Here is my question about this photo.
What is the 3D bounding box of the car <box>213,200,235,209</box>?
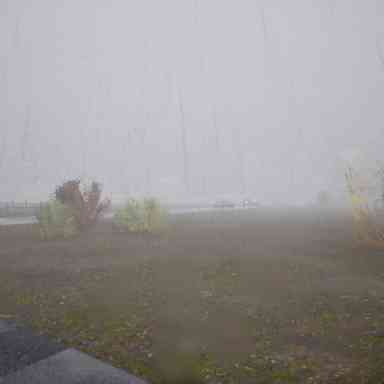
[{"bbox_3d":[5.316,2.028,54.881,2.128,1.511,4.902,-1,-1,36],"label":"car"}]

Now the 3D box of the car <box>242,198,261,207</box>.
[{"bbox_3d":[11.298,2.004,63.302,2.097,1.767,4.553,-1,-1,36],"label":"car"}]
